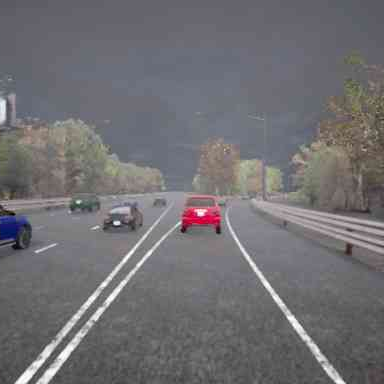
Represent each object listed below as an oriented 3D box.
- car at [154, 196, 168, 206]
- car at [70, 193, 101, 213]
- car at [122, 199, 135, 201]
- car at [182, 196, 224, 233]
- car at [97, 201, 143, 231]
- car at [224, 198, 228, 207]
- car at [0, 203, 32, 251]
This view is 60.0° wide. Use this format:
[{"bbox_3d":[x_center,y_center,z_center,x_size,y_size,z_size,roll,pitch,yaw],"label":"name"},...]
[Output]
[{"bbox_3d":[-5.044,1.480,53.268,1.837,1.490,4.892,0,0,-2],"label":"car"},{"bbox_3d":[-11.568,1.162,36.377,2.150,2.045,5.566,0,0,-2],"label":"car"},{"bbox_3d":[-8.282,1.558,43.915,1.895,1.301,4.718,0,0,-2],"label":"car"},{"bbox_3d":[0.643,1.224,19.917,2.150,2.045,5.566,0,0,4],"label":"car"},{"bbox_3d":[-4.107,1.504,20.208,1.812,1.442,4.674,0,0,-2],"label":"car"},{"bbox_3d":[4.799,1.694,54.648,1.994,1.385,4.181,0,0,10],"label":"car"},{"bbox_3d":[-7.342,1.184,10.783,2.150,2.045,5.566,0,0,-2],"label":"car"}]
